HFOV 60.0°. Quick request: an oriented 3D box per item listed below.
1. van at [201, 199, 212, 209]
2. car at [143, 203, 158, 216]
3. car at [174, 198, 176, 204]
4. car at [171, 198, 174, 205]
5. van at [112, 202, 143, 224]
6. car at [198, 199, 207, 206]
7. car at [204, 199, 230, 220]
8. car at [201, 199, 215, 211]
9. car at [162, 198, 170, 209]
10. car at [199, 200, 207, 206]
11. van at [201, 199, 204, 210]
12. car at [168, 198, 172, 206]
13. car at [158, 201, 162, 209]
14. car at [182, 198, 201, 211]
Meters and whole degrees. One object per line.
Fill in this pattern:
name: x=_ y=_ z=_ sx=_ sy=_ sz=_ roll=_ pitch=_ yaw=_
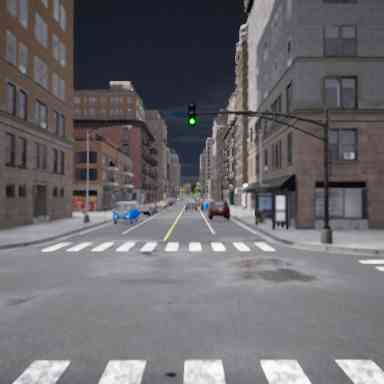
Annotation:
van: x=2.561 y=2.120 z=60.162 sx=1.690 sy=1.788 sz=3.998 roll=0 pitch=-1 yaw=0
car: x=-5.481 y=2.066 z=38.518 sx=1.947 sy=1.339 sz=4.313 roll=0 pitch=-1 yaw=0
car: x=-5.547 y=2.301 z=76.361 sx=2.192 sy=1.841 sz=5.009 roll=0 pitch=-1 yaw=0
car: x=-5.537 y=2.483 z=70.952 sx=1.947 sy=1.339 sz=4.313 roll=0 pitch=-1 yaw=0
van: x=-5.462 y=1.702 z=27.709 sx=1.690 sy=1.788 sz=3.998 roll=0 pitch=-1 yaw=0
car: x=2.497 y=2.496 z=81.783 sx=1.967 sy=1.590 sz=4.097 roll=0 pitch=-1 yaw=0
car: x=2.640 y=1.746 z=33.133 sx=2.192 sy=1.841 sz=5.009 roll=0 pitch=-1 yaw=0
car: x=2.577 y=2.024 z=54.756 sx=2.192 sy=1.841 sz=5.009 roll=0 pitch=-1 yaw=0
car: x=-5.518 y=2.301 z=59.972 sx=1.752 sy=1.417 sz=4.829 roll=0 pitch=-1 yaw=0
car: x=2.513 y=2.514 z=76.546 sx=1.752 sy=1.417 sz=4.829 roll=0 pitch=-1 yaw=0
van: x=2.592 y=1.981 z=49.350 sx=1.690 sy=1.788 sz=3.998 roll=0 pitch=-1 yaw=0
car: x=-5.528 y=2.398 z=65.547 sx=2.008 sy=1.369 sz=4.403 roll=0 pitch=-1 yaw=0
car: x=-5.490 y=2.114 z=43.924 sx=1.887 sy=1.381 sz=4.507 roll=0 pitch=-1 yaw=0
car: x=-0.052 y=2.176 z=52.834 sx=2.128 sy=1.511 sz=4.902 roll=0 pitch=-1 yaw=1
